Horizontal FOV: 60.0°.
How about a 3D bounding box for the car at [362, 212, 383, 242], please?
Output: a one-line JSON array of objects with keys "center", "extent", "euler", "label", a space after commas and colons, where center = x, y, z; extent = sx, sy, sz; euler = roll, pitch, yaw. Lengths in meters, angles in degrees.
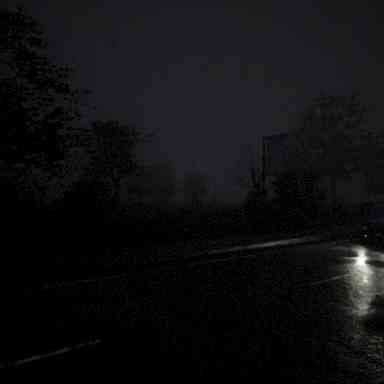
[{"center": [9.729, 1.485, 15.233], "extent": [5.008, 1.535, 1.882], "euler": [0, 0, -35], "label": "car"}]
